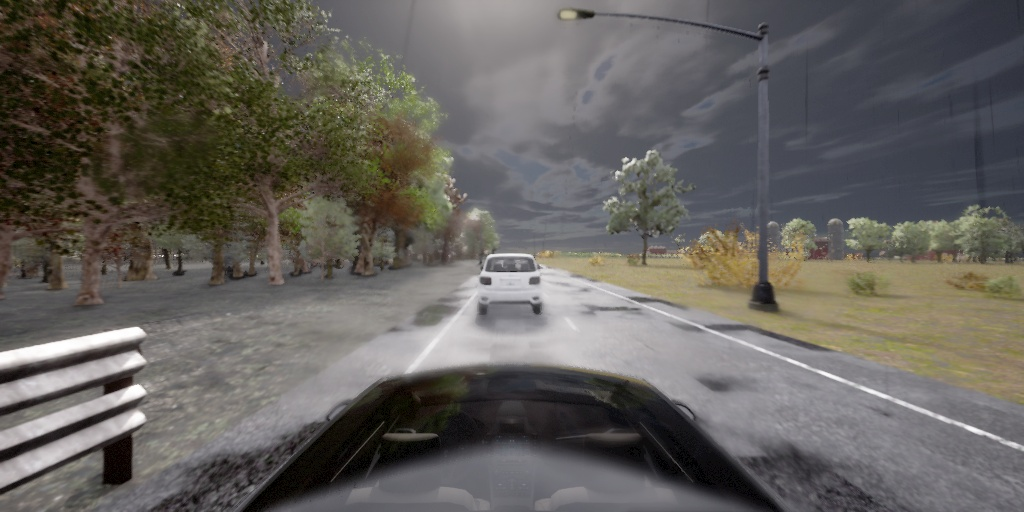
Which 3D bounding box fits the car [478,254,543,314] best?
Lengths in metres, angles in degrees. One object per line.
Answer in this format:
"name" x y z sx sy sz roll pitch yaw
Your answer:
"car" -0.060 0.935 13.741 2.150 2.045 5.566 0 0 0
